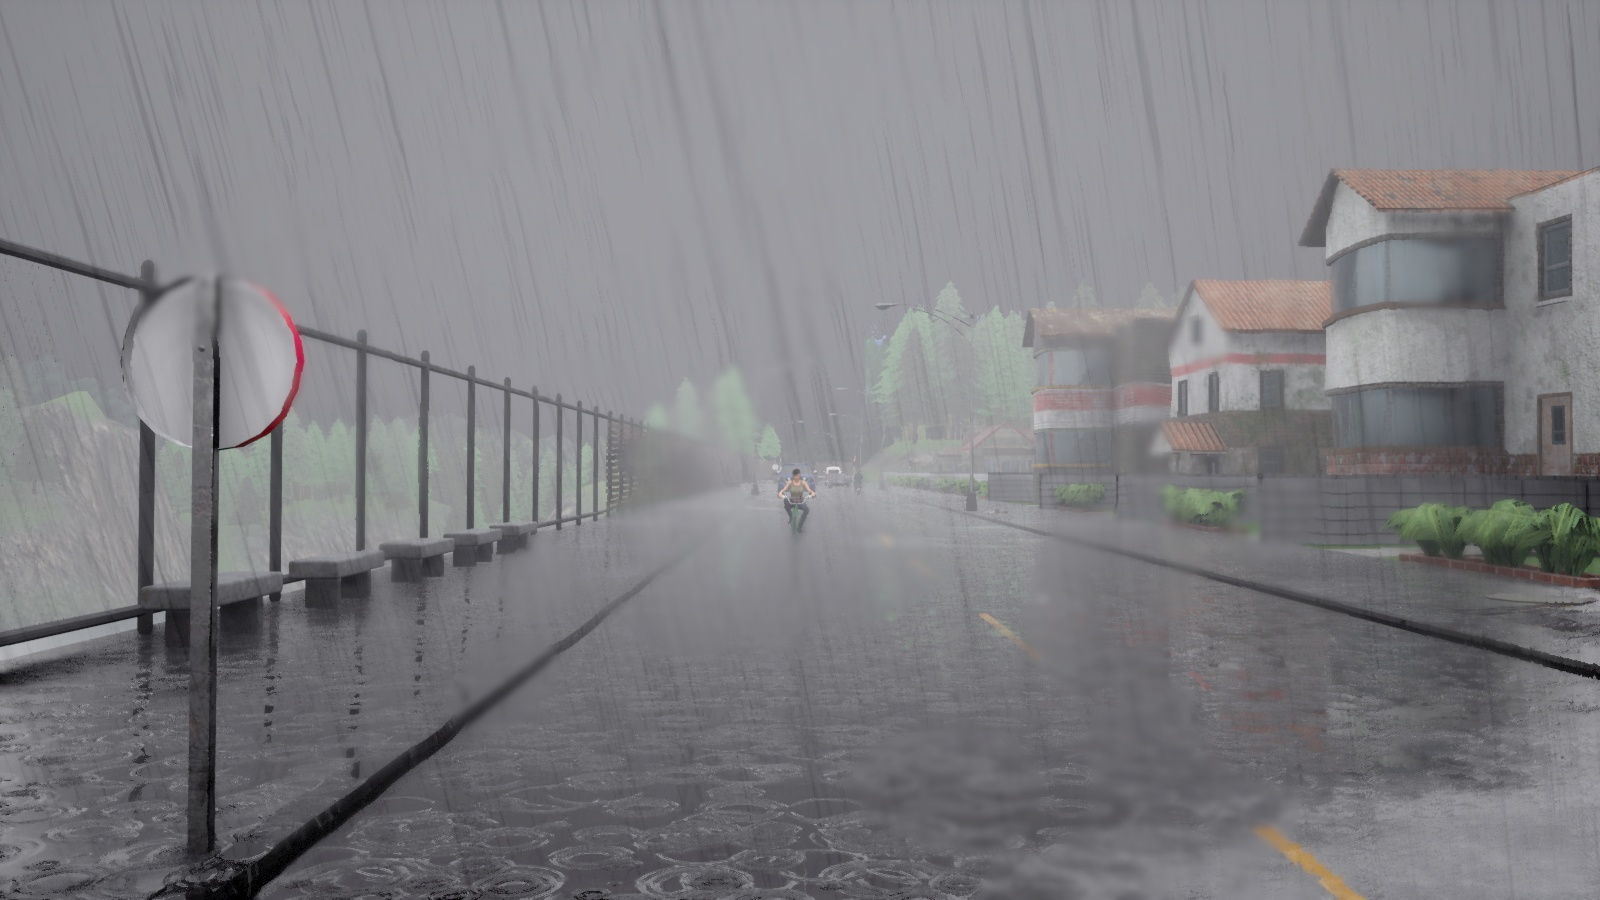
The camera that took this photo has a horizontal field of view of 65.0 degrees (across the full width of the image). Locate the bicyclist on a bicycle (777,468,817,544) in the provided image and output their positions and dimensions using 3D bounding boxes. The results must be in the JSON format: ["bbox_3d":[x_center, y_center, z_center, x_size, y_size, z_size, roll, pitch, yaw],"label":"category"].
[{"bbox_3d":[-0.062,1.213,27.543,0.866,1.612,1.509,0,-1,0],"label":"bicyclist on a bicycle"}]

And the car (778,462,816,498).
[{"bbox_3d":[-0.182,1.783,74.546,2.150,2.045,5.566,0,-1,0],"label":"car"}]
